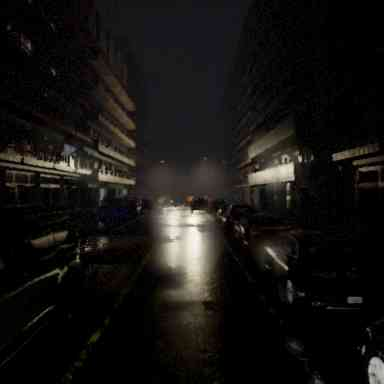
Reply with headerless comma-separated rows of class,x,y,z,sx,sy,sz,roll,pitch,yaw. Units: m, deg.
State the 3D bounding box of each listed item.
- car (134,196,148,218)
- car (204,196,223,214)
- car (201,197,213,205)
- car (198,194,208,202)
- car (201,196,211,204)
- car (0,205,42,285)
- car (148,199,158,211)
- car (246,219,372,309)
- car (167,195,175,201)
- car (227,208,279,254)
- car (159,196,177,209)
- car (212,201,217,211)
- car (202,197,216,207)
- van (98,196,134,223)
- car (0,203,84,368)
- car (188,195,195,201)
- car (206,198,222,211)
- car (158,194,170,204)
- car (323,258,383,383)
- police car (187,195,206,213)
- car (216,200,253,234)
car,-5.698,1.310,30.324,2.192,1.841,5.009,0,0,0
car,2.681,1.442,35.964,1.967,1.590,4.097,0,0,0
car,2.676,1.583,58.617,1.887,1.381,4.507,0,0,0
car,2.670,1.414,81.260,2.192,1.841,5.009,0,0,0
car,2.674,1.576,64.445,1.752,1.417,4.829,0,0,0
car,-5.692,1.310,7.678,2.192,1.841,5.009,0,0,0
car,-5.700,1.556,41.648,1.887,1.381,4.507,0,0,0
car,2.689,1.546,7.659,2.008,1.369,4.403,0,0,0
car,-5.713,1.580,92.605,1.967,1.590,4.097,0,0,0
car,2.687,1.536,13.321,1.887,1.381,4.507,0,0,0
car,-3.093,1.583,46.463,1.994,1.385,4.181,0,0,0
car,2.684,1.572,24.645,1.802,1.307,4.206,0,0,0
car,2.678,1.574,52.952,1.887,1.381,4.507,0,0,0
van,-5.696,1.331,24.664,1.690,1.788,3.998,0,0,0
car,-3.102,1.219,4.120,2.150,2.045,5.566,0,0,0
car,-0.018,1.524,89.250,1.812,1.442,4.674,0,0,0
car,2.680,1.537,41.797,1.752,1.417,4.829,0,0,0
car,-5.706,1.575,64.126,1.752,1.417,4.829,0,0,0
car,2.690,1.550,1.996,2.008,1.369,4.403,0,0,0
police car,0.793,1.430,37.681,1.930,1.638,5.238,0,0,-2
car,2.686,1.430,18.981,1.967,1.590,4.097,0,0,0
